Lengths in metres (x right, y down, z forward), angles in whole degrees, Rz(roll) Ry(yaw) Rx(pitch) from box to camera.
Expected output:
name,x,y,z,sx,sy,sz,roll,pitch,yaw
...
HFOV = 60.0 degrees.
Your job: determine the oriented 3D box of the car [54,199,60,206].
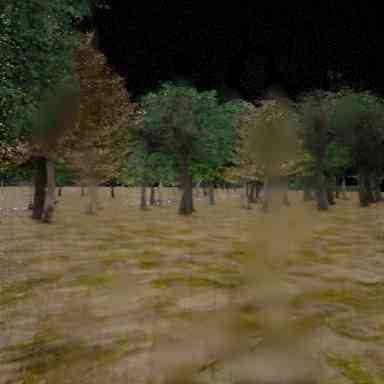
name,x,y,z,sx,sy,sz,roll,pitch,yaw
car,-30.707,2.179,71.765,2.128,1.511,4.902,-1,-1,21
